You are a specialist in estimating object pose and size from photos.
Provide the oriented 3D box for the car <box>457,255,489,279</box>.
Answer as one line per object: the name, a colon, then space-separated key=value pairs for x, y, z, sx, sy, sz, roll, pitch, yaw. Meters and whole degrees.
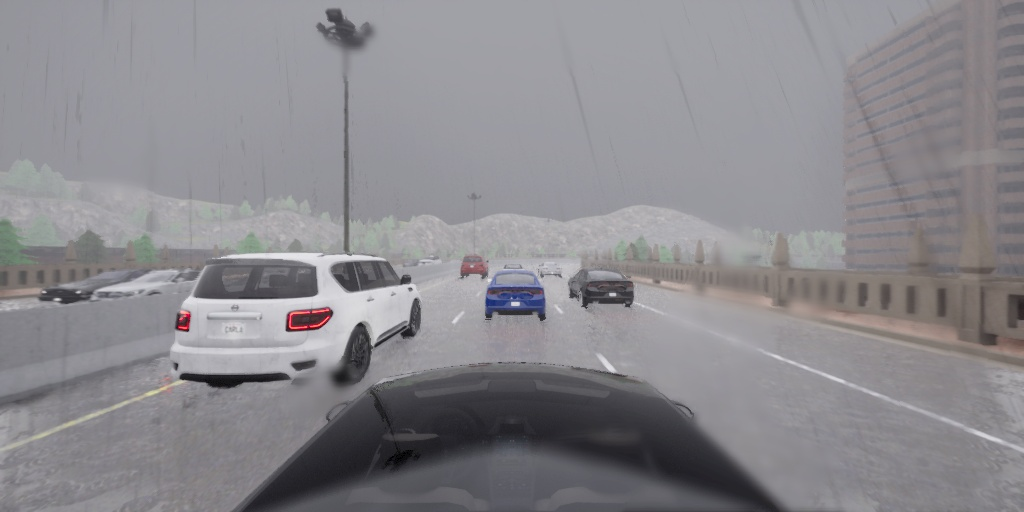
car: x=-3.398 y=0.972 z=33.089 sx=2.150 sy=2.045 sz=5.566 roll=0 pitch=0 yaw=0

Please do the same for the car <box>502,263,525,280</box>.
car: x=0.101 y=1.351 z=32.199 sx=1.895 sy=1.301 sz=4.718 roll=0 pitch=0 yaw=0

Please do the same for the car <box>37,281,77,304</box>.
car: x=-17.599 y=1.299 z=16.533 sx=2.033 sy=1.411 sz=5.357 roll=0 pitch=0 yaw=0

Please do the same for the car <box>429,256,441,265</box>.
car: x=-12.897 y=0.970 z=56.497 sx=2.150 sy=2.045 sz=5.566 roll=0 pitch=0 yaw=8

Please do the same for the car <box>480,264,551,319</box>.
car: x=0.101 y=1.228 z=12.803 sx=1.882 sy=1.535 sz=5.008 roll=0 pitch=0 yaw=0

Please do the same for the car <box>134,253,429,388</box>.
car: x=-3.411 y=0.972 z=7.060 sx=2.150 sy=2.045 sz=5.566 roll=0 pitch=0 yaw=0

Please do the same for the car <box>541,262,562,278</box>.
car: x=3.589 y=1.276 z=34.357 sx=1.812 sy=1.442 sz=4.674 roll=0 pitch=0 yaw=0

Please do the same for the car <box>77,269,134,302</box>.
car: x=-14.088 y=1.276 z=14.762 sx=1.812 sy=1.442 sz=4.674 roll=0 pitch=0 yaw=0

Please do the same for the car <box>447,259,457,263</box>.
car: x=-9.235 y=1.276 z=57.051 sx=1.812 sy=1.442 sz=4.674 roll=0 pitch=0 yaw=9

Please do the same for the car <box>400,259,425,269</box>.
car: x=-16.106 y=1.243 z=58.481 sx=2.128 sy=1.511 sz=4.902 roll=0 pitch=0 yaw=9

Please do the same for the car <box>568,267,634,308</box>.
car: x=3.600 y=1.228 z=15.280 sx=1.882 sy=1.535 sz=5.008 roll=0 pitch=0 yaw=0
